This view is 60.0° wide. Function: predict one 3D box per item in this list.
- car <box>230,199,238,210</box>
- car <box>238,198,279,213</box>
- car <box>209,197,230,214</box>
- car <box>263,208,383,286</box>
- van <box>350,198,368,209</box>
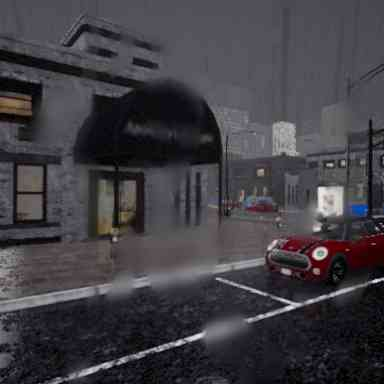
[{"bbox_3d":[4.955,1.688,45.140,1.887,1.381,4.507,0,0,-36],"label":"car"},{"bbox_3d":[7.569,1.655,36.952,1.994,1.385,4.181,1,-1,-36],"label":"car"},{"bbox_3d":[1.498,1.578,35.630,1.752,1.417,4.829,0,0,-36],"label":"car"},{"bbox_3d":[3.958,1.446,9.375,4.097,1.590,1.967,0,0,-35],"label":"car"},{"bbox_3d":[14.675,1.439,31.728,1.690,1.788,3.998,0,0,-36],"label":"van"}]
